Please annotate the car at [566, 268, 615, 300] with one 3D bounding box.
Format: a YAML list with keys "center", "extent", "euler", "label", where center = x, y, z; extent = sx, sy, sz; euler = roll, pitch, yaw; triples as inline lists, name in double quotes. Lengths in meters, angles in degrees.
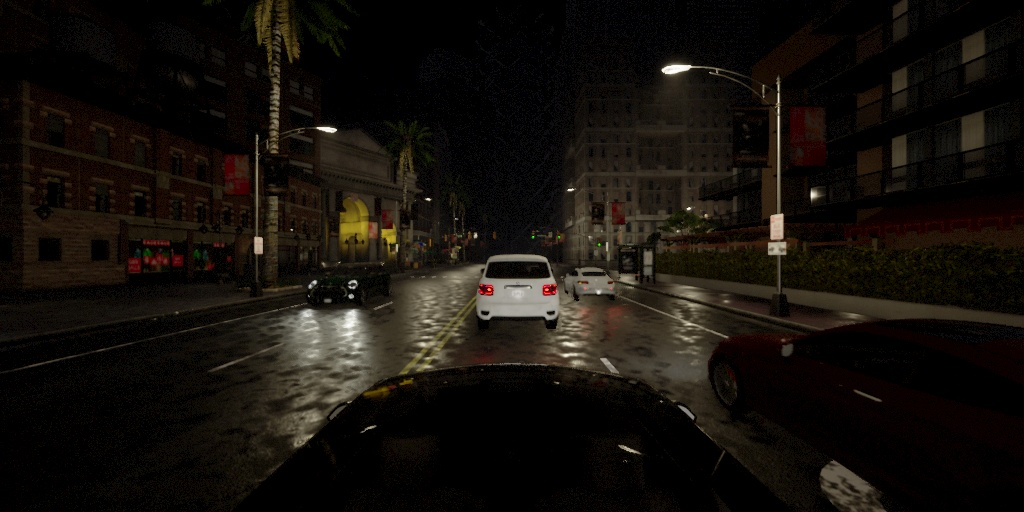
- center: [3.697, 1.286, 17.534]
  extent: [1.812, 1.442, 4.674]
  euler: [0, 0, 0]
  label: "car"

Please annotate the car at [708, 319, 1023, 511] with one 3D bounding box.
- center: [3.663, 1.276, 3.092]
  extent: [1.812, 1.442, 4.674]
  euler: [0, 0, 0]
  label: "car"

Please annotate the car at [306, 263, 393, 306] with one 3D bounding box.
- center: [-6.966, 1.111, 15.862]
  extent: [2.097, 1.767, 4.553]
  euler: [0, 0, 1]
  label: "car"

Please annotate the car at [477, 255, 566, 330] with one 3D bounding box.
- center: [0.159, 0.980, 11.334]
  extent: [2.150, 2.045, 5.566]
  euler: [0, 0, 0]
  label: "car"
